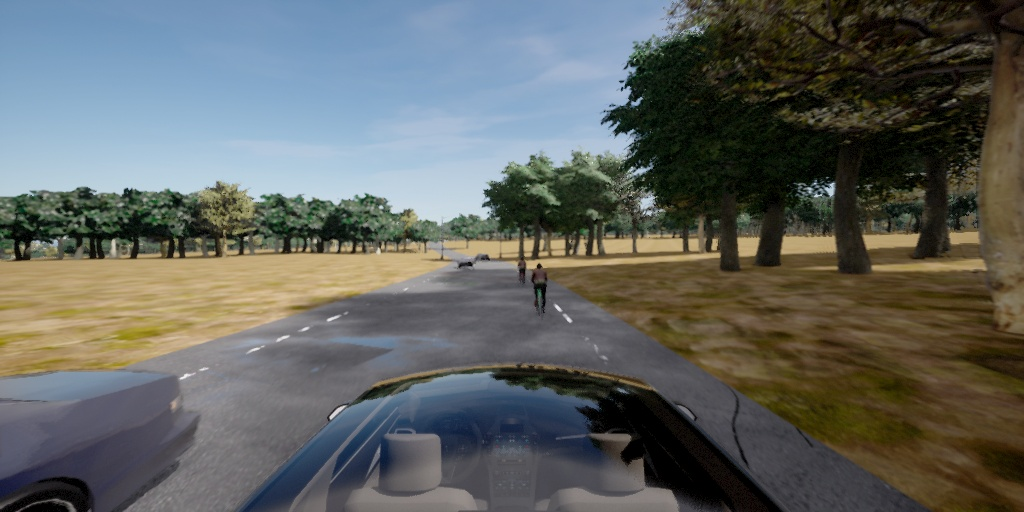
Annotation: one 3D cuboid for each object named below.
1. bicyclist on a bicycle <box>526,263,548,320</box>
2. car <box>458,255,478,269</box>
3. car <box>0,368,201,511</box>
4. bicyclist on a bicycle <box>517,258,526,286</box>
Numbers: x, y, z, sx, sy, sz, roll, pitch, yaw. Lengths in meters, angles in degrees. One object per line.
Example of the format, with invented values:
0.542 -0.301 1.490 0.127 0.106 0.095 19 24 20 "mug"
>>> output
0.847 1.057 10.936 0.582 1.620 1.656 0 0 -1 "bicyclist on a bicycle"
-5.340 0.805 42.185 1.895 1.301 4.718 0 1 -5 "car"
-3.606 1.317 0.646 2.033 1.411 5.357 0 1 0 "car"
0.578 0.925 19.993 0.582 1.620 1.656 0 0 -2 "bicyclist on a bicycle"
